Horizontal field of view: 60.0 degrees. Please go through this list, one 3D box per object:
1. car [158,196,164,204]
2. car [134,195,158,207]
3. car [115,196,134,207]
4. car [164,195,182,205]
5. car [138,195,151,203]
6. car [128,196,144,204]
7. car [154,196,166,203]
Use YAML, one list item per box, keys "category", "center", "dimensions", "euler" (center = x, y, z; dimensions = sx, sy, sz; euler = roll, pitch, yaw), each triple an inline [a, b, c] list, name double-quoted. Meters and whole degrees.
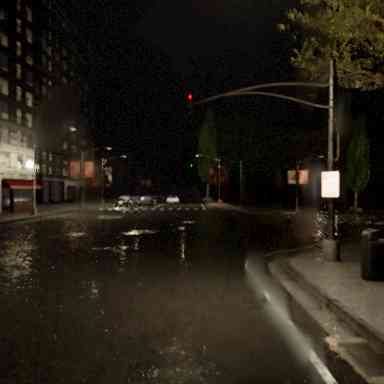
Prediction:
- category: "car"
  center: [-6.515, 1.311, 57.957]
  dimensions: [1.882, 1.535, 5.008]
  euler: [0, 0, 0]
- category: "car"
  center: [-6.550, 1.365, 48.008]
  dimensions: [2.033, 1.411, 5.357]
  euler: [0, 0, 1]
- category: "car"
  center: [-9.800, 1.309, 48.263]
  dimensions: [2.128, 1.511, 4.902]
  euler: [0, 0, 1]
- category: "car"
  center: [-3.166, 1.430, 56.019]
  dimensions: [1.895, 1.301, 4.718]
  euler: [0, 0, 0]
- category: "car"
  center: [-9.768, 1.406, 69.105]
  dimensions: [2.033, 1.411, 5.357]
  euler: [0, 0, 0]
- category: "car"
  center: [-9.765, 1.382, 58.561]
  dimensions: [2.033, 1.411, 5.357]
  euler: [0, 0, 0]
- category: "car"
  center: [-6.517, 1.462, 68.284]
  dimensions: [1.895, 1.301, 4.718]
  euler: [0, 0, 0]
